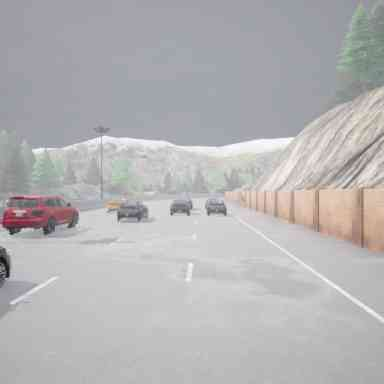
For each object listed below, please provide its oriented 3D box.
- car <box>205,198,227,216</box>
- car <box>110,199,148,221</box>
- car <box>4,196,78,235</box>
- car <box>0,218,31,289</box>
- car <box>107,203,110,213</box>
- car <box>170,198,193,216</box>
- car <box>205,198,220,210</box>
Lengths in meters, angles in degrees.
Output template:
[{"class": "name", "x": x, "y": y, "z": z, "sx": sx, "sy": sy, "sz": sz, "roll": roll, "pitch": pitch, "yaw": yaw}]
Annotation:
[{"class": "car", "x": 2.381, "y": 1.491, "z": 32.811, "sx": 2.128, "sy": 1.511, "sz": 4.902, "roll": 0, "pitch": 0, "yaw": 1}, {"class": "car", "x": -4.763, "y": 1.492, "z": 27.145, "sx": 2.128, "sy": 1.511, "sz": 4.902, "roll": 0, "pitch": 0, "yaw": 1}, {"class": "car", "x": -8.468, "y": 1.221, "z": 19.147, "sx": 2.150, "sy": 2.045, "sz": 5.566, "roll": 0, "pitch": 0, "yaw": 1}, {"class": "car", "x": -5.298, "y": 1.492, "z": 6.060, "sx": 2.128, "sy": 1.511, "sz": 4.902, "roll": 0, "pitch": 0, "yaw": 1}, {"class": "car", "x": -8.009, "y": 1.477, "z": 37.260, "sx": 1.882, "sy": 1.535, "sz": 5.008, "roll": 0, "pitch": 0, "yaw": 1}, {"class": "car", "x": -1.115, "y": 1.505, "z": 33.045, "sx": 1.837, "sy": 1.490, "sz": 4.892, "roll": 0, "pitch": 0, "yaw": 1}, {"class": "car", "x": 2.642, "y": 1.525, "z": 43.256, "sx": 1.812, "sy": 1.442, "sz": 4.674, "roll": 0, "pitch": 0, "yaw": 1}]
